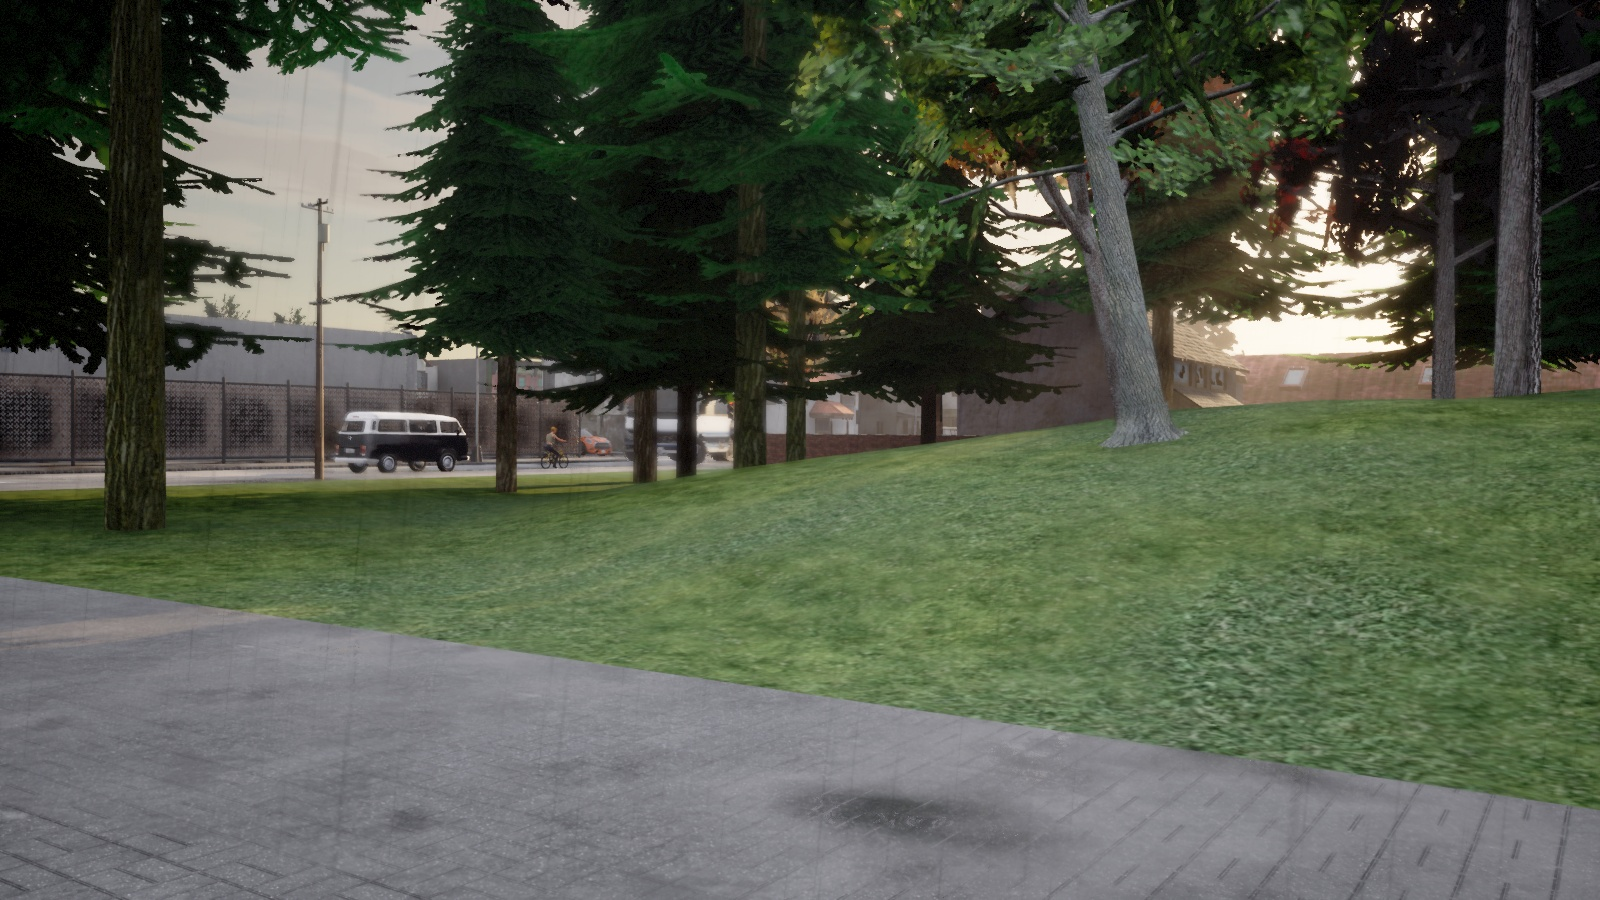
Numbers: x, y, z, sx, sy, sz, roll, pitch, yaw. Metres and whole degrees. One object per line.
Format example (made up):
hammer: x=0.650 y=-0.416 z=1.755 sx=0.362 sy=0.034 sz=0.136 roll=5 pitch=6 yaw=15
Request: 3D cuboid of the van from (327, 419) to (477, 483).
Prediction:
van: x=-13.355 y=-0.003 z=42.402 sx=2.069 sy=2.038 sz=4.480 roll=0 pitch=1 yaw=34

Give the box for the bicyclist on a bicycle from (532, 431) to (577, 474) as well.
bicyclist on a bicycle: x=-9.428 y=0.094 z=48.303 sx=0.866 sy=1.612 sz=1.509 roll=0 pitch=1 yaw=33

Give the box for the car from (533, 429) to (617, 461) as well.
car: x=-12.939 y=-0.279 z=72.214 sx=4.553 sy=1.767 sz=2.097 roll=0 pitch=1 yaw=34

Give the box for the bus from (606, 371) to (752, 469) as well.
bus: x=-5.566 y=-1.420 z=60.440 sx=3.944 sy=4.253 sz=10.273 roll=1 pitch=1 yaw=12
